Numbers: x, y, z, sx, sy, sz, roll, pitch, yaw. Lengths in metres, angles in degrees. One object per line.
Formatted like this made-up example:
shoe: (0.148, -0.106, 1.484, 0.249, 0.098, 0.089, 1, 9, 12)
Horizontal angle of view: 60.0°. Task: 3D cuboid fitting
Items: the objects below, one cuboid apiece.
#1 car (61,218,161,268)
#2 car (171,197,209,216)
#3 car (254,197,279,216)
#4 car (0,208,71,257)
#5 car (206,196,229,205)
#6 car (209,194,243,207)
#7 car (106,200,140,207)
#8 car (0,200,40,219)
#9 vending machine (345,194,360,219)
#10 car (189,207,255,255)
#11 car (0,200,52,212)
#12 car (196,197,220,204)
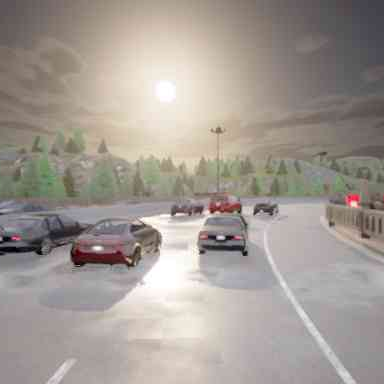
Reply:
car: (-2.389, 1.564, 11.382, 1.994, 1.385, 4.181, 0, 0, 8)
car: (-0.329, 1.380, 32.617, 2.097, 1.767, 4.553, 0, 0, 21)
car: (7.434, 1.526, 33.146, 1.837, 1.490, 4.892, 0, 0, 23)
car: (-5.745, 1.543, 13.052, 2.033, 1.411, 5.357, 0, 0, 9)
car: (4.823, 1.591, 62.701, 1.882, 1.535, 5.008, -1, 0, 39)
car: (3.364, 1.247, 32.603, 2.150, 2.045, 5.566, 0, 0, 22)
car: (-7.105, 1.585, 35.241, 2.033, 1.411, 5.357, 0, 0, 22)
car: (-16.269, 1.498, 29.982, 1.882, 1.535, 5.008, 0, 0, 17)
vending machine: (13.748, 1.204, 28.473, 1.100, 2.100, 0.880, -1, -1, 23)
car: (1.387, 1.555, 13.427, 2.033, 1.411, 5.357, 0, 0, 10)
car: (-13.596, 1.561, 26.950, 2.033, 1.411, 5.357, 0, 0, 16)
car: (3.239, 1.679, 66.339, 2.033, 1.411, 5.357, 0, 0, 39)
